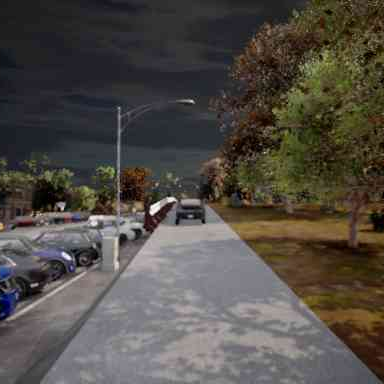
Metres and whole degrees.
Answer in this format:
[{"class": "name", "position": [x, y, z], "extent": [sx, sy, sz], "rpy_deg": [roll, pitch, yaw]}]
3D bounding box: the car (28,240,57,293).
[{"class": "car", "position": [-6.837, 2.464, 10.019], "extent": [4.892, 1.521, 2.231], "rpy_deg": [2, -3, -21]}]

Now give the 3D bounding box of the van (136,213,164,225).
[{"class": "van", "position": [-7.397, 4.665, 58.366], "extent": [4.442, 1.987, 1.878], "rpy_deg": [2, -3, -21]}]

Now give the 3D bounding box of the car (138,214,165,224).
[{"class": "car", "position": [-7.513, 4.913, 61.339], "extent": [4.553, 1.767, 2.185], "rpy_deg": [2, -3, -21]}]

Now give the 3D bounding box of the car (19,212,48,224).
[{"class": "car", "position": [-24.365, 4.371, 49.571], "extent": [4.553, 1.767, 2.185], "rpy_deg": [0, -3, -21]}]

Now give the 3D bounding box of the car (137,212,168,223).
[{"class": "car", "position": [-7.607, 4.936, 64.339], "extent": [5.566, 2.045, 2.435], "rpy_deg": [2, -3, -21]}]

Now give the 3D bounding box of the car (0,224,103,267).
[{"class": "car", "position": [-6.895, 2.642, 16.070], "extent": [4.553, 1.767, 2.185], "rpy_deg": [2, -3, -21]}]

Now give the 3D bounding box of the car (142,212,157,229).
[{"class": "car", "position": [-7.247, 3.576, 37.188], "extent": [5.566, 2.045, 2.435], "rpy_deg": [2, -3, -21]}]

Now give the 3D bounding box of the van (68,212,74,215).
[{"class": "van", "position": [-24.608, 4.861, 61.361], "extent": [4.442, 1.987, 1.878], "rpy_deg": [0, -3, -21]}]

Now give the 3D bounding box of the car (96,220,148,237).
[{"class": "car", "position": [-7.189, 3.677, 34.173], "extent": [4.892, 1.521, 2.231], "rpy_deg": [2, -3, -21]}]

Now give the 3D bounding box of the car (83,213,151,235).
[{"class": "car", "position": [-7.102, 3.274, 31.169], "extent": [5.566, 2.045, 2.435], "rpy_deg": [2, -3, -21]}]

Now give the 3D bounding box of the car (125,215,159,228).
[{"class": "car", "position": [-7.410, 4.308, 49.254], "extent": [4.553, 1.767, 2.185], "rpy_deg": [2, -3, -21]}]

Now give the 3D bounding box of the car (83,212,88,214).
[{"class": "car", "position": [-24.557, 5.132, 67.333], "extent": [5.566, 2.045, 2.435], "rpy_deg": [0, -3, -21]}]

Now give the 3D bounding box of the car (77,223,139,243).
[{"class": "car", "position": [-7.121, 3.401, 28.115], "extent": [4.792, 1.488, 2.163], "rpy_deg": [2, -3, -21]}]

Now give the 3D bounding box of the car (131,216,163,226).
[{"class": "car", "position": [-7.458, 4.737, 55.290], "extent": [4.892, 1.521, 2.231], "rpy_deg": [2, -3, -21]}]

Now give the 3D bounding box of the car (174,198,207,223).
[{"class": "car", "position": [-0.106, 1.135, 21.993], "extent": [1.837, 1.490, 4.892], "rpy_deg": [0, 1, -1]}]

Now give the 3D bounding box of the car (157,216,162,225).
[{"class": "car", "position": [-7.270, 3.881, 43.244], "extent": [5.566, 2.045, 2.435], "rpy_deg": [2, -3, -21]}]

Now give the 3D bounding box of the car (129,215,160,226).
[{"class": "car", "position": [-7.460, 4.459, 52.279], "extent": [4.553, 1.767, 2.185], "rpy_deg": [2, -3, -21]}]

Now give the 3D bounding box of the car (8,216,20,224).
[{"class": "car", "position": [-24.189, 4.081, 40.725], "extent": [4.792, 1.488, 2.163], "rpy_deg": [0, -3, -21]}]

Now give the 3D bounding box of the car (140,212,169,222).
[{"class": "car", "position": [-7.608, 5.090, 67.395], "extent": [5.566, 2.045, 2.435], "rpy_deg": [2, -3, -21]}]

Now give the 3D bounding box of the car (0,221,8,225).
[{"class": "car", "position": [-24.341, 3.899, 37.682], "extent": [5.366, 1.575, 1.946], "rpy_deg": [0, -3, -21]}]

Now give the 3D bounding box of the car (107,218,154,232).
[{"class": "car", "position": [-7.431, 3.971, 40.133], "extent": [5.366, 1.575, 1.946], "rpy_deg": [2, -3, -21]}]

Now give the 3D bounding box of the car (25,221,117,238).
[{"class": "car", "position": [-6.942, 2.793, 19.093], "extent": [4.553, 1.767, 2.185], "rpy_deg": [2, -3, -21]}]

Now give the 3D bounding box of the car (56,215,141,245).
[{"class": "car", "position": [-7.074, 2.969, 25.110], "extent": [5.566, 2.045, 2.435], "rpy_deg": [2, -3, -21]}]

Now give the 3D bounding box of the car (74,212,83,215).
[{"class": "car", "position": [-24.518, 4.984, 64.377], "extent": [5.566, 2.045, 2.435], "rpy_deg": [0, -3, -21]}]

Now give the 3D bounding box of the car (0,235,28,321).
[{"class": "car", "position": [-6.778, 2.062, 7.032], "extent": [5.566, 2.045, 2.435], "rpy_deg": [2, -3, -21]}]

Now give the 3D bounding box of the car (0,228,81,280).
[{"class": "car", "position": [-6.913, 2.488, 13.035], "extent": [4.553, 1.767, 2.185], "rpy_deg": [2, -3, -21]}]

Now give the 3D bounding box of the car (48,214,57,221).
[{"class": "car", "position": [-24.374, 4.646, 52.536], "extent": [4.892, 1.521, 2.231], "rpy_deg": [0, -3, -21]}]

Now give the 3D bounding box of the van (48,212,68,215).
[{"class": "van", "position": [-24.568, 4.714, 58.406], "extent": [4.442, 1.987, 1.878], "rpy_deg": [0, -3, -21]}]
